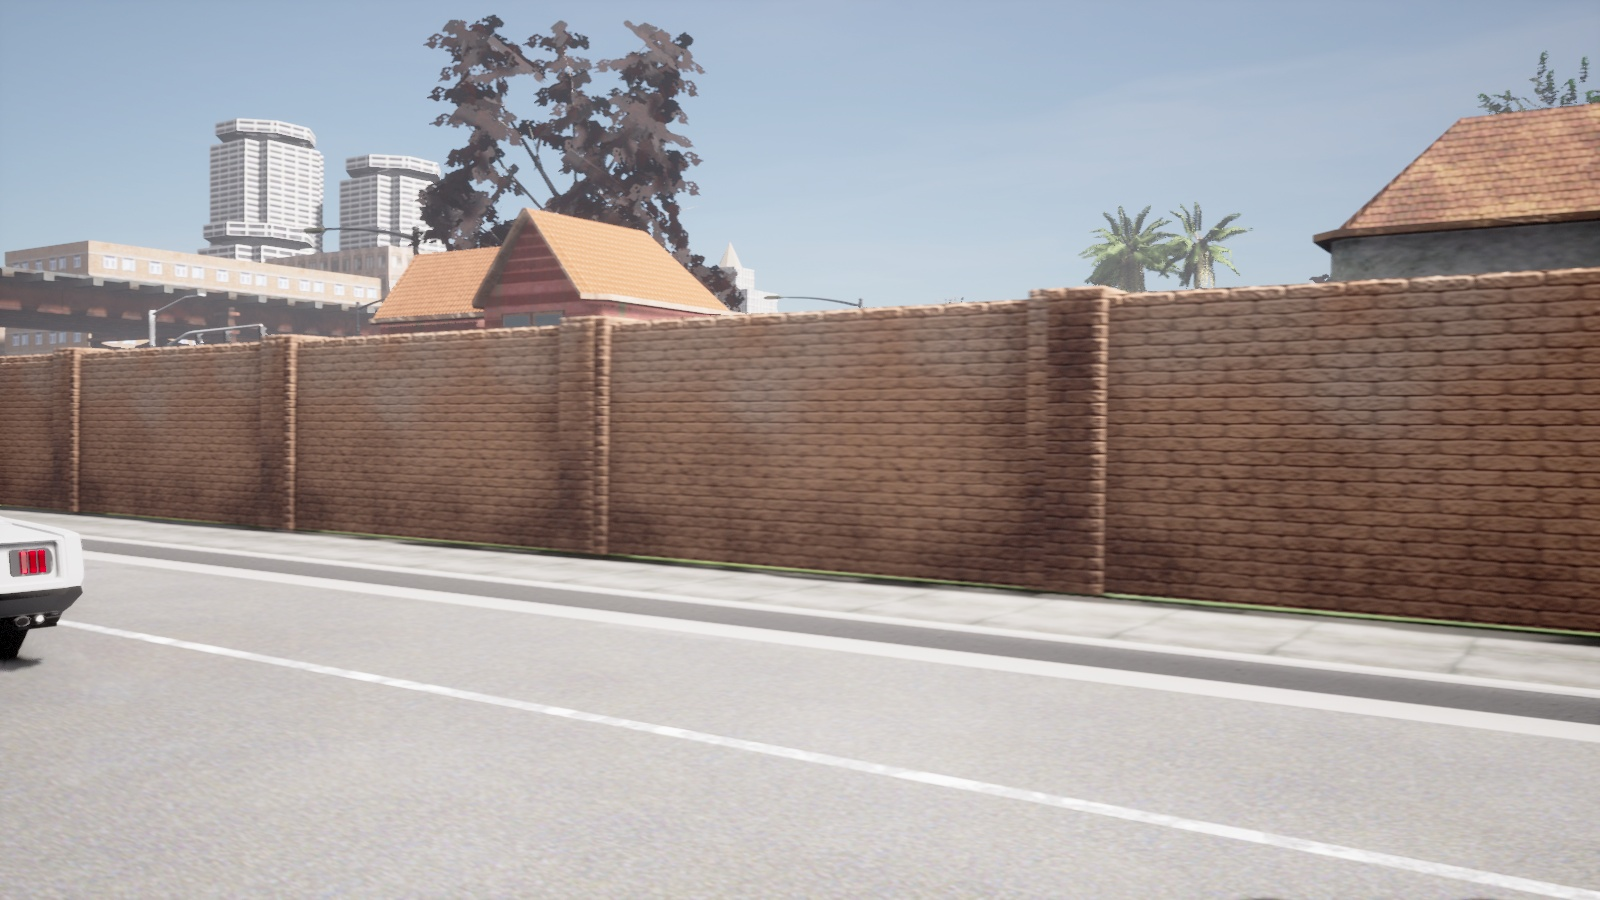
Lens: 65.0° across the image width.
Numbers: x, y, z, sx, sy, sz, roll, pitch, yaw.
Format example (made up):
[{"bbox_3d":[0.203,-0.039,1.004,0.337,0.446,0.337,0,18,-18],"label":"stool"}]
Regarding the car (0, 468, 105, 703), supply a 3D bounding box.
[{"bbox_3d":[-6.678,0.782,8.062,4.718,1.301,1.895,0,1,34],"label":"car"}]
